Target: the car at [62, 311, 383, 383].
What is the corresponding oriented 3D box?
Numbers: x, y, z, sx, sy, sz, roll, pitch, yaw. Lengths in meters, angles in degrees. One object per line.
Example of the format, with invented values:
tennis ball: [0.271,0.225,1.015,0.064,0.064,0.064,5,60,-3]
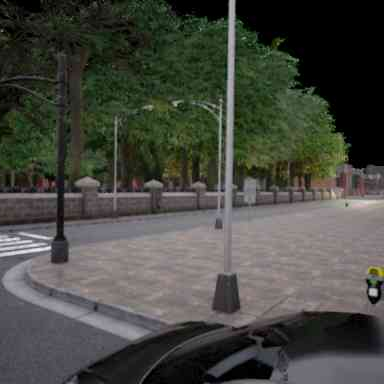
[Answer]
car: [0.899,1.562,2.156,4.313,1.339,1.947,1,1,35]
